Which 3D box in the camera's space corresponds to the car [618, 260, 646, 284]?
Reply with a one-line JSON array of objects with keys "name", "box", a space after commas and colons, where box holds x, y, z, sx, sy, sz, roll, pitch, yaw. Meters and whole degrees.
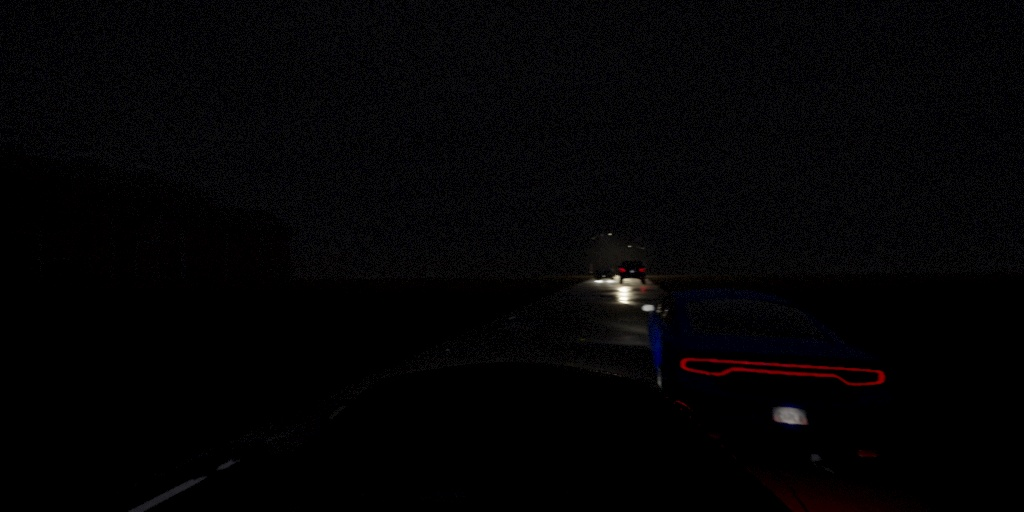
[{"name": "car", "box": [10.819, 1.442, 32.383, 2.150, 2.045, 5.566, -1, -2, 18]}]

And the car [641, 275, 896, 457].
[{"name": "car", "box": [3.106, 1.219, 5.403, 1.882, 1.535, 5.008, -1, -1, 18]}]

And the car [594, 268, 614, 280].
[{"name": "car", "box": [10.522, 2.047, 40.684, 1.994, 1.385, 4.181, -1, -2, 18]}]
